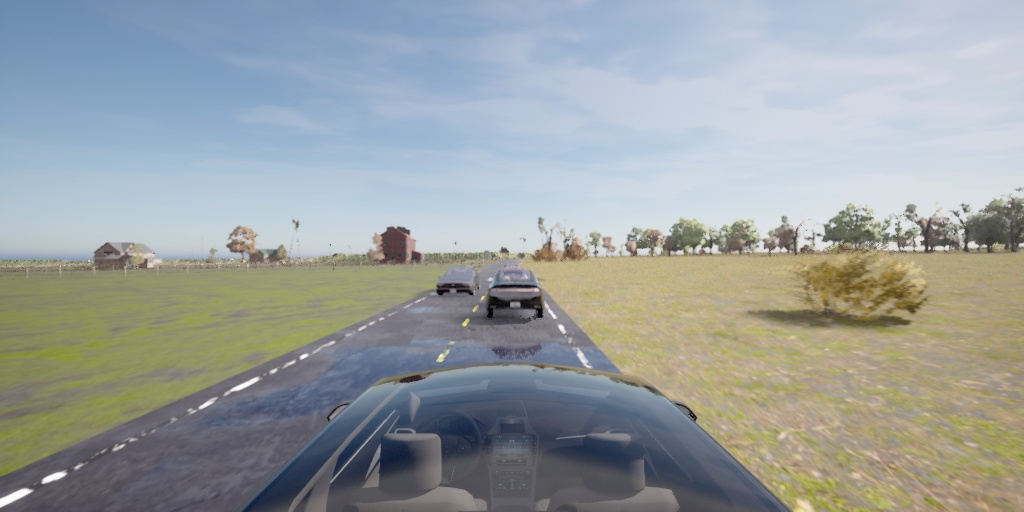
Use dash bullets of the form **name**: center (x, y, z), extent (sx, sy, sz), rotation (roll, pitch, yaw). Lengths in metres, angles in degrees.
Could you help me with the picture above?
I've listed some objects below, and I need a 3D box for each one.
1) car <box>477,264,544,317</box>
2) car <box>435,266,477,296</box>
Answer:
- **car**: center (0.102, 1.228, 13.079), extent (2.128, 1.511, 4.902), rotation (0, 0, 0)
- **car**: center (-2.752, 1.278, 19.506), extent (2.033, 1.411, 5.357), rotation (0, 0, 0)
